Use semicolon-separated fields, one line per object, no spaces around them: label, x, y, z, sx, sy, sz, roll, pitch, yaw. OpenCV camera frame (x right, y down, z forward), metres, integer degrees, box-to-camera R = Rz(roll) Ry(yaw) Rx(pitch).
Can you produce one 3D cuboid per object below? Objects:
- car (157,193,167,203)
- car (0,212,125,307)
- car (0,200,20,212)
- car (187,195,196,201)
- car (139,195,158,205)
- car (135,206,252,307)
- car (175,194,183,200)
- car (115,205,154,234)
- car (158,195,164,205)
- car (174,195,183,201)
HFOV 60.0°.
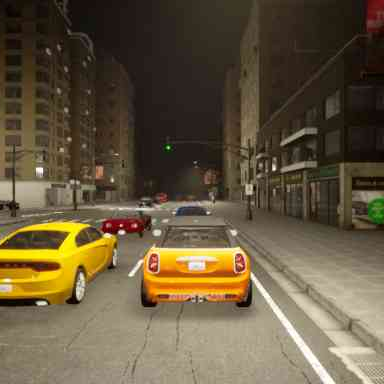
car;-6.663;1.262;71.686;2.150;2.045;5.566;0;0;0
car;-3.168;1.478;8.107;1.882;1.535;5.008;0;0;0
car;-22.236;1.597;38.439;4.313;1.339;1.947;0;0;0
car;-0.183;1.399;80.697;2.097;1.767;4.553;0;0;0
car;-6.708;1.510;49.304;2.128;1.511;4.902;0;0;0
car;0.081;1.353;8.109;2.097;1.767;4.553;0;0;0
car;-3.457;1.421;90.725;1.882;1.535;5.008;0;0;0
car;-3.286;1.604;17.828;1.895;1.301;4.718;0;0;0
car;-6.709;1.626;59.500;1.895;1.301;4.718;0;0;1
car;-3.432;1.543;80.303;1.837;1.490;4.892;0;0;0
